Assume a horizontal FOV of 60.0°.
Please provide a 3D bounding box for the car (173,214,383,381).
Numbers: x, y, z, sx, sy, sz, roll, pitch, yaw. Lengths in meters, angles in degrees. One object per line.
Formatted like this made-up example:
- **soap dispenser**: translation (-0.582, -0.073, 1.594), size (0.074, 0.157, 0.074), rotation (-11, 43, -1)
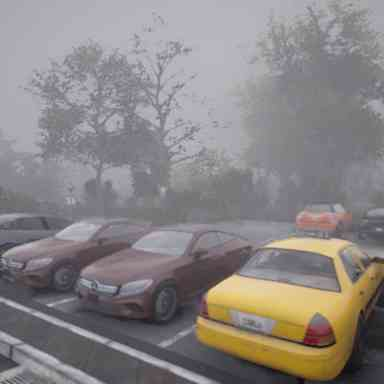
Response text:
- **car**: translation (2.157, 1.420, 5.764), size (1.946, 1.575, 5.366), rotation (0, 0, 36)

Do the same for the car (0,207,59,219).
- **car**: translation (-4.813, 1.415, 10.593), size (2.163, 1.488, 4.792), rotation (0, 0, 36)

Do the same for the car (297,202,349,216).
- **car**: translation (7.063, 1.284, 17.467), size (2.185, 1.767, 4.553), rotation (0, 0, 36)

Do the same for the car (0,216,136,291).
- **car**: translation (-2.535, 1.438, 8.919), size (2.002, 1.452, 4.674), rotation (0, 0, 36)

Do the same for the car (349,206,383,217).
- **car**: translation (9.268, 1.421, 15.910), size (2.097, 1.535, 5.008), rotation (0, 0, 36)

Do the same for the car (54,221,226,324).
- **car**: translation (-0.242, 1.451, 7.267), size (2.002, 1.452, 4.674), rotation (0, 0, 36)

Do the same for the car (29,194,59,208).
- **car**: translation (-16.191, 1.305, 34.525), size (2.185, 1.767, 4.553), rotation (0, 0, 36)
